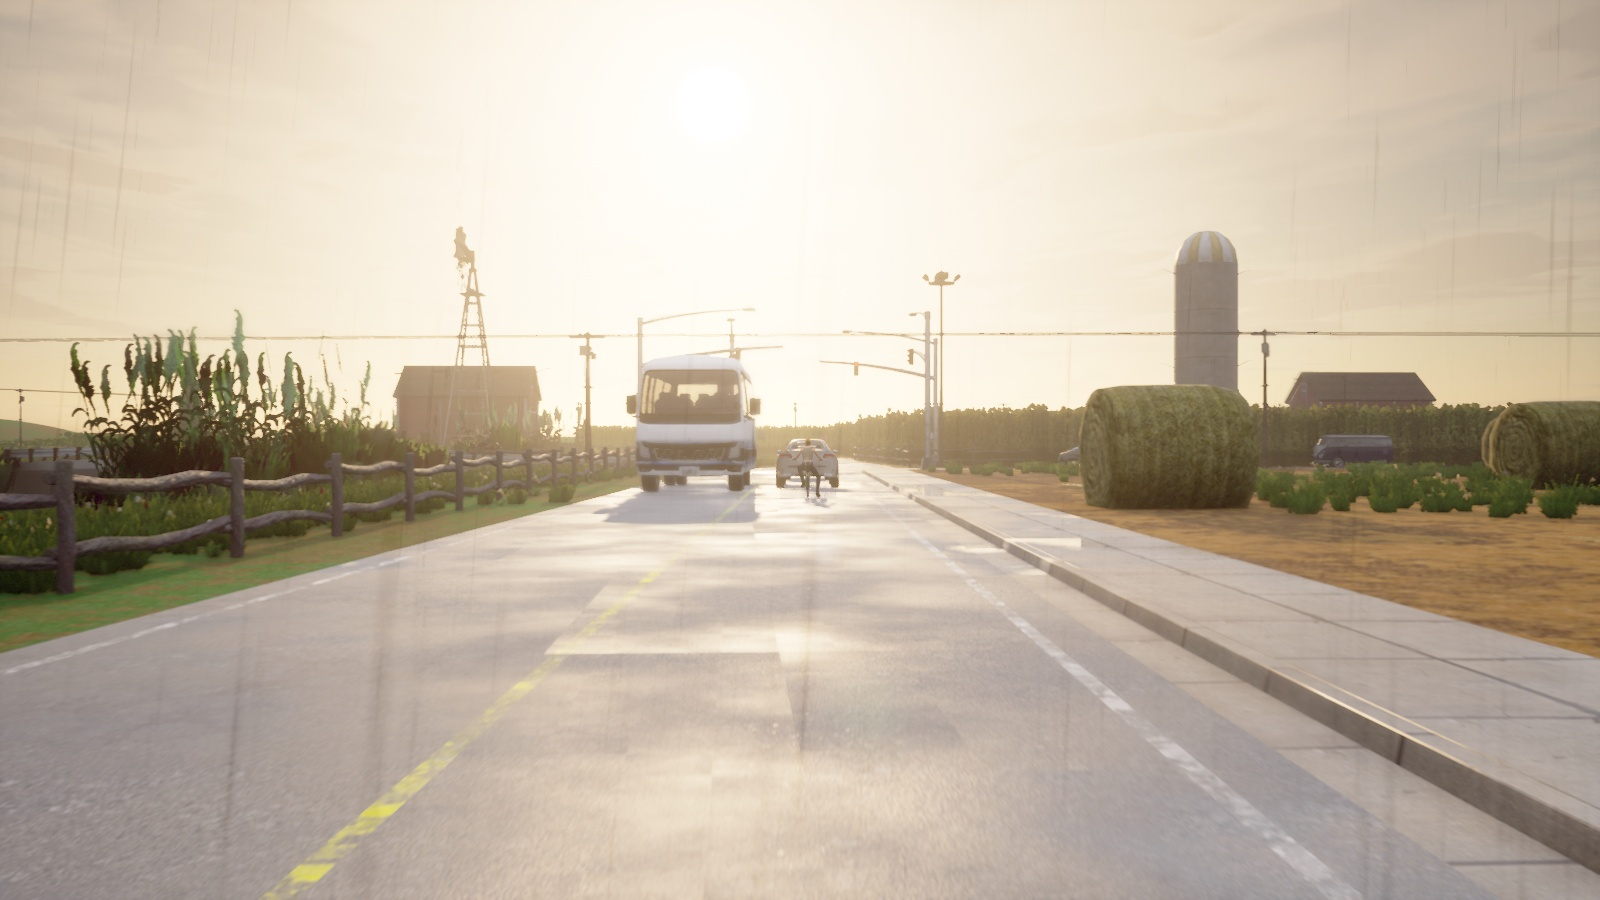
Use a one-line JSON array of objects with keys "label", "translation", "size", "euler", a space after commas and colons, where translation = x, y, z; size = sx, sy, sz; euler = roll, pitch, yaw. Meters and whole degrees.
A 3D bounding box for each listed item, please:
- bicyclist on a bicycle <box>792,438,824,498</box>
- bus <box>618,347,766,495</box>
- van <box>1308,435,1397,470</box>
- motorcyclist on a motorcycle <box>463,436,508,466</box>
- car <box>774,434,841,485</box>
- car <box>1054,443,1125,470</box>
[{"label": "bicyclist on a bicycle", "translation": [0.210, 0.489, 34.528], "size": [0.866, 1.612, 1.509], "euler": [0, 0, 0]}, {"label": "bus", "translation": [-3.252, -0.865, 41.274], "size": [3.944, 4.253, 10.273], "euler": [0, 0, 0]}, {"label": "van", "translation": [32.302, 0.146, 73.525], "size": [4.442, 1.987, 1.775], "euler": [0, 0, -3]}, {"label": "motorcyclist on a motorcycle", "translation": [-17.389, 0.040, 69.515], "size": [2.191, 1.530, 0.866], "euler": [3, 0, 3]}, {"label": "car", "translation": [0.261, 0.282, 43.255], "size": [2.152, 1.651, 5.027], "euler": [0, 0, 0]}, {"label": "car", "translation": [16.770, 0.360, 72.823], "size": [3.705, 1.549, 1.789], "euler": [0, 0, -2]}]
